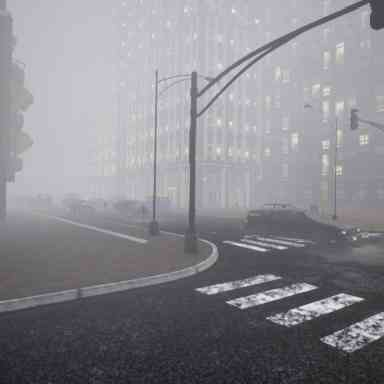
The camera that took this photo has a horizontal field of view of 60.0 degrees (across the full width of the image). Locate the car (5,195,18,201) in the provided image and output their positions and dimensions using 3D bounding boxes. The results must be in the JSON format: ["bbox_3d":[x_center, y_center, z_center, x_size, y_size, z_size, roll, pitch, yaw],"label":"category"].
[{"bbox_3d":[-40.331,1.378,74.341,2.008,1.369,4.403,1,-1,-35],"label":"car"}]

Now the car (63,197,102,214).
[{"bbox_3d":[-10.905,1.427,32.887,2.008,1.369,4.403,1,-1,-35],"label":"car"}]

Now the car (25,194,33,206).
[{"bbox_3d":[-23.984,1.432,51.311,1.802,1.307,4.206,1,-1,-35],"label":"car"}]

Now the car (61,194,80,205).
[{"bbox_3d":[-15.728,1.420,44.225,1.837,1.490,4.892,1,-1,-35],"label":"car"}]

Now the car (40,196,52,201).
[{"bbox_3d":[-36.770,1.570,83.797,1.802,1.307,4.206,1,-1,-35],"label":"car"}]

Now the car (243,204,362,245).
[{"bbox_3d":[4.979,1.523,15.781,2.033,1.411,5.357,1,0,-42],"label":"car"}]

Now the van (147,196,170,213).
[{"bbox_3d":[-4.069,1.382,37.739,1.690,1.788,3.998,1,-1,-35],"label":"van"}]

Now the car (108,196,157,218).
[{"bbox_3d":[-5.432,1.413,29.660,1.882,1.535,5.008,1,-1,-35],"label":"car"}]

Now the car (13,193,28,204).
[{"bbox_3d":[-30.519,1.155,60.526,2.192,1.841,5.009,1,-1,-35],"label":"car"}]

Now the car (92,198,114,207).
[{"bbox_3d":[-13.882,1.586,51.555,1.947,1.339,4.313,1,-1,-35],"label":"car"}]

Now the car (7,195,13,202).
[{"bbox_3d":[-37.062,1.397,69.735,1.947,1.339,4.313,1,-1,-35],"label":"car"}]

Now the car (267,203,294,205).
[{"bbox_3d":[5.739,1.505,23.920,1.967,1.590,4.097,1,-1,-35],"label":"car"}]

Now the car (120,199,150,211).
[{"bbox_3d":[-7.342,1.584,42.343,2.008,1.369,4.403,1,-1,-35],"label":"car"}]

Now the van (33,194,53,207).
[{"bbox_3d":[-20.710,1.197,46.707,1.690,1.788,3.998,1,-1,-35],"label":"van"}]

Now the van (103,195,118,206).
[{"bbox_3d":[-10.608,1.368,46.951,1.690,1.788,3.998,1,-1,-35],"label":"van"}]

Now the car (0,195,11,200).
[{"bbox_3d":[-46.775,1.365,83.417,1.752,1.417,4.829,1,-1,-35],"label":"car"}]
